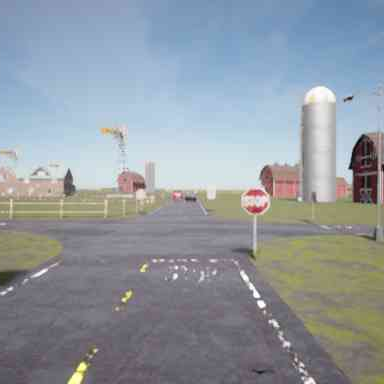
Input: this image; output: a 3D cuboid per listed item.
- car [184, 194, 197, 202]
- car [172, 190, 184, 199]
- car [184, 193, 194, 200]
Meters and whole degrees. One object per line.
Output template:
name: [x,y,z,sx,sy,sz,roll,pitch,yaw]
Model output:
car: [-0.074,1.174,67.211,1.882,1.535,5.008,0,0,-2]
car: [-3.013,0.512,71.277,2.150,2.045,5.566,0,0,-2]
car: [-0.742,1.097,77.320,1.882,1.535,5.008,0,0,-6]
